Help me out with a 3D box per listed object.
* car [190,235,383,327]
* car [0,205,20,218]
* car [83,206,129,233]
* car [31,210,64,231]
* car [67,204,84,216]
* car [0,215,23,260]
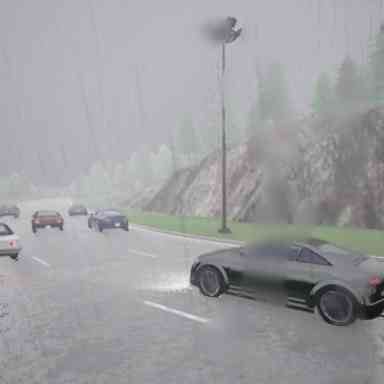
[{"bbox_3d":[1.976,1.651,7.303,4.181,1.385,1.994,-1,-1,39],"label":"car"},{"bbox_3d":[-19.690,2.048,35.769,2.033,1.411,5.357,0,-1,-24],"label":"car"},{"bbox_3d":[-5.594,1.817,22.003,1.812,1.442,4.674,0,-1,-29],"label":"car"},{"bbox_3d":[-10.036,1.915,22.928,1.895,1.301,4.718,0,-1,-26],"label":"car"},{"bbox_3d":[-13.593,2.092,39.327,1.994,1.385,4.181,0,-1,-24],"label":"car"},{"bbox_3d":[-7.835,1.779,12.460,1.895,1.301,4.718,0,-1,-38],"label":"car"}]
